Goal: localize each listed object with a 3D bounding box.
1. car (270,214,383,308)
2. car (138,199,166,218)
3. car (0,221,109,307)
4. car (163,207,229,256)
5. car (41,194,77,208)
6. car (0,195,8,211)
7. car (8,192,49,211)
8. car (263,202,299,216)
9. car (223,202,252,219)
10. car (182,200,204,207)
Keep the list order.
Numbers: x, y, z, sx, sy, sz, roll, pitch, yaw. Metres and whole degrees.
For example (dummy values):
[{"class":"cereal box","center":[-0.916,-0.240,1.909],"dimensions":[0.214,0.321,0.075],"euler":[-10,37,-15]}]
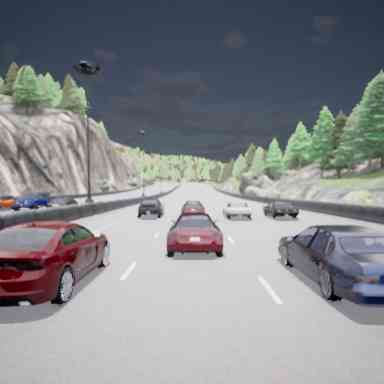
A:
[{"class":"car","center":[3.600,1.501,8.085],"dimensions":[2.033,1.411,5.357],"euler":[0,0,0]},{"class":"car","center":[-3.400,1.342,28.242],"dimensions":[1.837,1.490,4.892],"euler":[0,0,0]},{"class":"car","center":[-3.401,1.431,7.980],"dimensions":[1.882,1.535,5.008],"euler":[0,0,0]},{"class":"car","center":[0.100,1.490,12.782],"dimensions":[1.994,1.385,4.181],"euler":[0,0,0]},{"class":"car","center":[-14.088,1.283,36.346],"dimensions":[2.128,1.511,4.902],"euler":[0,0,0]},{"class":"car","center":[-21.087,1.144,36.117],"dimensions":[2.097,1.767,4.553],"euler":[0,0,0]},{"class":"car","center":[-17.587,1.009,37.002],"dimensions":[2.150,2.045,5.566],"euler":[0,0,0]},{"class":"car","center":[7.101,1.445,27.140],"dimensions":[1.895,1.301,4.718],"euler":[0,0,0]},{"class":"car","center":[3.600,1.445,27.149],"dimensions":[1.895,1.301,4.718],"euler":[0,0,0]},{"class":"car","center":[0.100,1.399,28.690],"dimensions":[1.994,1.385,4.181],"euler":[0,0,0]}]
